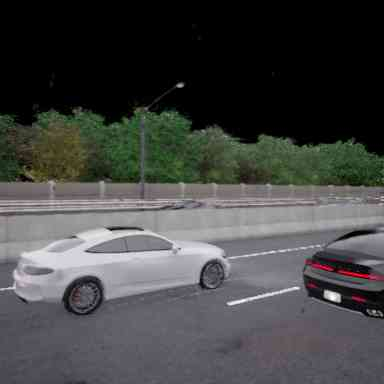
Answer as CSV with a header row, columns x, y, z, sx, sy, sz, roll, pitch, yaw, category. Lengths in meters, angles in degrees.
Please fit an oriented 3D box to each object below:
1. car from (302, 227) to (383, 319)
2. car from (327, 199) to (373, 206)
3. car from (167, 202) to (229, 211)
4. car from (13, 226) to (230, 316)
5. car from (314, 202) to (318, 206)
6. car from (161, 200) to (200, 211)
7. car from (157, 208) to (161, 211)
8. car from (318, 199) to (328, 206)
x,y,z,sx,sy,sz,roll,pitch,yaw,category
4.372,1.497,6.885,4.892,1.490,1.837,0,0,-33,car
15.346,1.496,30.873,5.357,1.411,2.033,0,0,-33,car
1.091,1.530,21.579,4.718,1.301,1.895,0,0,-33,car
-1.309,1.493,7.356,4.674,1.442,1.812,0,0,-33,car
16.554,1.485,39.982,4.181,1.385,1.994,0,0,-33,car
0.194,1.478,25.170,4.181,1.385,1.994,0,0,-33,car
-0.408,1.446,28.956,5.357,1.411,2.033,0,0,-33,car
15.823,1.499,35.342,4.181,1.385,1.994,0,0,-33,car
